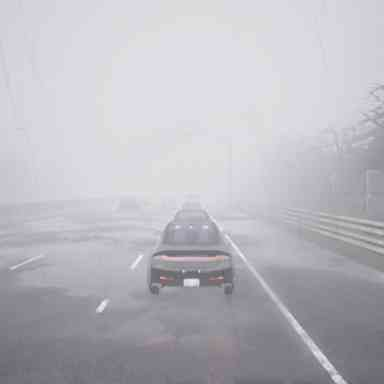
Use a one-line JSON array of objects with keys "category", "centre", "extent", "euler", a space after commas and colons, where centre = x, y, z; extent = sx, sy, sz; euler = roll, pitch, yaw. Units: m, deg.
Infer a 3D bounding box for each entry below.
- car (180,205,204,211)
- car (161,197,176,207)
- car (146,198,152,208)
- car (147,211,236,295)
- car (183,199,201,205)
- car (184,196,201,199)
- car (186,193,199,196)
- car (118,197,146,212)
[{"category": "car", "centre": [-0.012, 1.576, 17.188], "extent": [1.895, 1.301, 4.718], "euler": [0, 0, 0]}, {"category": "car", "centre": [-3.437, 1.474, 48.550], "extent": [2.033, 1.411, 5.357], "euler": [0, 0, 0]}, {"category": "car", "centre": [-6.938, 1.529, 47.725], "extent": [1.895, 1.301, 4.718], "euler": [0, 0, 0]}, {"category": "car", "centre": [-0.009, 1.479, 8.662], "extent": [2.128, 1.511, 4.902], "euler": [0, 0, 0]}, {"category": "car", "centre": [-0.020, 1.509, 26.736], "extent": [2.033, 1.411, 5.357], "euler": [0, 0, 0]}, {"category": "car", "centre": [0.064, 1.510, 36.946], "extent": [1.994, 1.385, 4.181], "euler": [0, 0, 1]}, {"category": "car", "centre": [0.065, 1.151, 47.150], "extent": [2.150, 2.045, 5.566], "euler": [0, 0, 0]}, {"category": "car", "centre": [-6.929, 1.298, 37.935], "extent": [2.097, 1.767, 4.553], "euler": [0, 0, 0]}]
